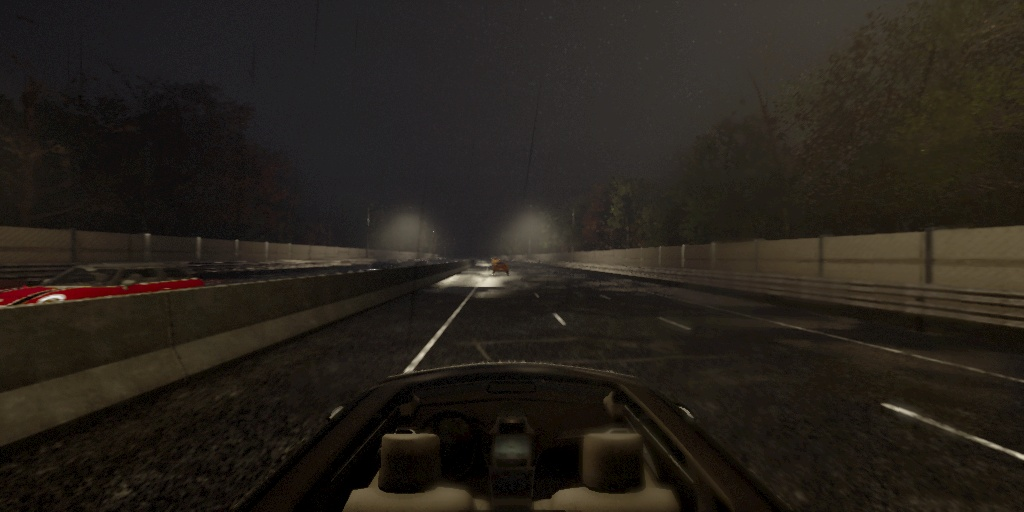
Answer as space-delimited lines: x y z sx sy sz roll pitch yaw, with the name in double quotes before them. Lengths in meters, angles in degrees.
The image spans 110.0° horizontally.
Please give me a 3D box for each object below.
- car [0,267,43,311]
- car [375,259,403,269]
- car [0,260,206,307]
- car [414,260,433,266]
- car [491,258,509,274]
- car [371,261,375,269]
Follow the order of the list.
"car" -17.755 1.080 10.143 2.033 1.411 5.357 1 0 -2
"car" -15.681 1.192 46.833 2.128 1.511 4.902 1 0 -2
"car" -10.731 0.980 9.527 2.097 1.767 4.553 1 0 -2
"car" -12.329 1.311 50.337 2.033 1.411 5.357 1 0 -2
"car" -1.382 1.373 43.597 1.882 1.535 5.008 1 0 -2
"car" -19.512 1.235 53.686 1.994 1.385 4.181 1 0 -3
